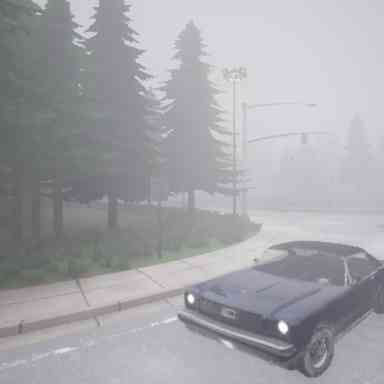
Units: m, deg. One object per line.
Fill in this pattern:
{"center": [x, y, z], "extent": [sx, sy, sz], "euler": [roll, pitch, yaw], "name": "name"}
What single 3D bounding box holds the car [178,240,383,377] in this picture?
{"center": [1.990, 1.601, 5.769], "extent": [1.895, 1.301, 4.718], "euler": [0, 0, 44], "name": "car"}
